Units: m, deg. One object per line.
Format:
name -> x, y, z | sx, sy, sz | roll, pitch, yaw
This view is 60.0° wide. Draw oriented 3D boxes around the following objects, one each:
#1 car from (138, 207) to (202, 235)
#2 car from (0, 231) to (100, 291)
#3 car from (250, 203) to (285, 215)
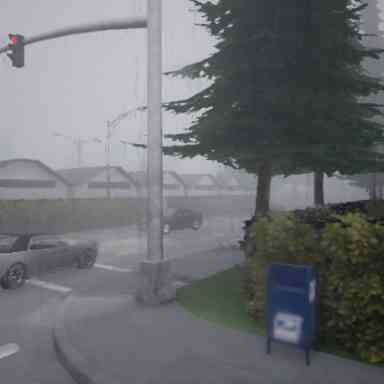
car -> -1.298, 1.729, 21.261 | 1.882, 1.535, 5.008 | 0, 0, 36
car -> -4.623, 1.764, 9.445 | 1.895, 1.301, 4.718 | 0, -3, 17
car -> 7.821, 1.797, 33.870 | 2.033, 1.411, 5.357 | 0, 0, 36
